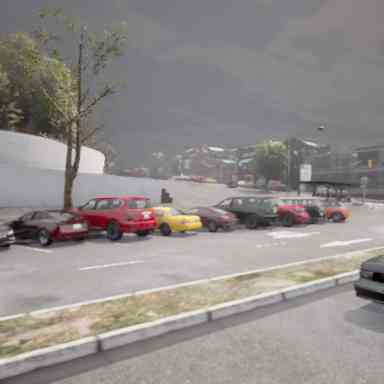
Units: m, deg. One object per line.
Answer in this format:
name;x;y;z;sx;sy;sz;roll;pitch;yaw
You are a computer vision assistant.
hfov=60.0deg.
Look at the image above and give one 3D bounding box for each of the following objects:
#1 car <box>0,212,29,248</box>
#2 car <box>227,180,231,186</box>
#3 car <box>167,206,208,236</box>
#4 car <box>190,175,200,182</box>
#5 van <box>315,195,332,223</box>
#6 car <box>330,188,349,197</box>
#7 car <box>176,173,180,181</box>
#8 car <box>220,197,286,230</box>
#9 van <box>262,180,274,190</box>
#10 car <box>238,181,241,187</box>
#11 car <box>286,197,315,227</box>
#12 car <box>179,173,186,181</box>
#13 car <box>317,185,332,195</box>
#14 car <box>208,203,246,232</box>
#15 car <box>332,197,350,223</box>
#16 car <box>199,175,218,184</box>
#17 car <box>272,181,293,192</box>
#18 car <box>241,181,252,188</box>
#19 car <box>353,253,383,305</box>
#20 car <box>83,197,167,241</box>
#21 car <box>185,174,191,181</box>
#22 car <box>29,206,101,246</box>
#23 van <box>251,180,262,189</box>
car;-9.203;1.495;13.650;4.892;1.521;2.231;-1;-1;35
car;9.842;-2.076;78.187;2.002;1.452;4.674;7;3;35
car;-2.018;1.545;18.969;5.366;1.575;1.946;-1;-1;35
car;2.891;-3.457;87.960;2.435;2.045;5.566;7;3;34
van;8.068;1.393;25.729;4.442;1.987;1.878;-1;-1;35
car;25.372;0.375;55.975;2.002;1.452;4.674;7;3;35
car;-2.402;-4.121;95.246;2.435;2.045;5.566;1;-2;34
car;3.016;1.332;22.354;5.566;2.045;2.435;-1;-1;35
van;16.716;-1.251;68.200;1.878;1.987;4.442;7;3;35
car;11.584;-1.802;75.724;2.002;1.452;4.674;7;3;35
car;5.530;1.350;24.059;5.566;2.045;2.435;-1;-1;35
car;-0.632;-3.843;92.897;2.185;1.767;4.553;4;1;33
car;23.683;-0.187;58.449;2.435;2.045;5.566;7;3;35
car;0.588;1.604;20.596;4.674;1.452;2.002;-1;-1;35
car;10.477;1.513;27.479;4.553;1.767;2.185;-1;-1;35
car;4.740;-2.933;85.700;1.946;1.575;5.366;7;3;34
car;18.474;-0.752;65.836;2.231;1.521;4.892;7;3;35
car;13.414;-1.570;73.403;1.946;1.575;5.366;7;3;35
car;5.622;1.597;7.133;5.357;1.411;2.033;0;0;-35
car;-4.337;1.276;17.142;5.566;2.045;2.435;-1;-1;35
car;1.097;-3.609;90.427;2.185;1.767;4.553;6;2;34
car;-6.783;1.539;15.396;4.792;1.488;2.163;-1;-1;35
van;14.988;-1.524;70.672;1.878;1.987;4.442;7;3;35
